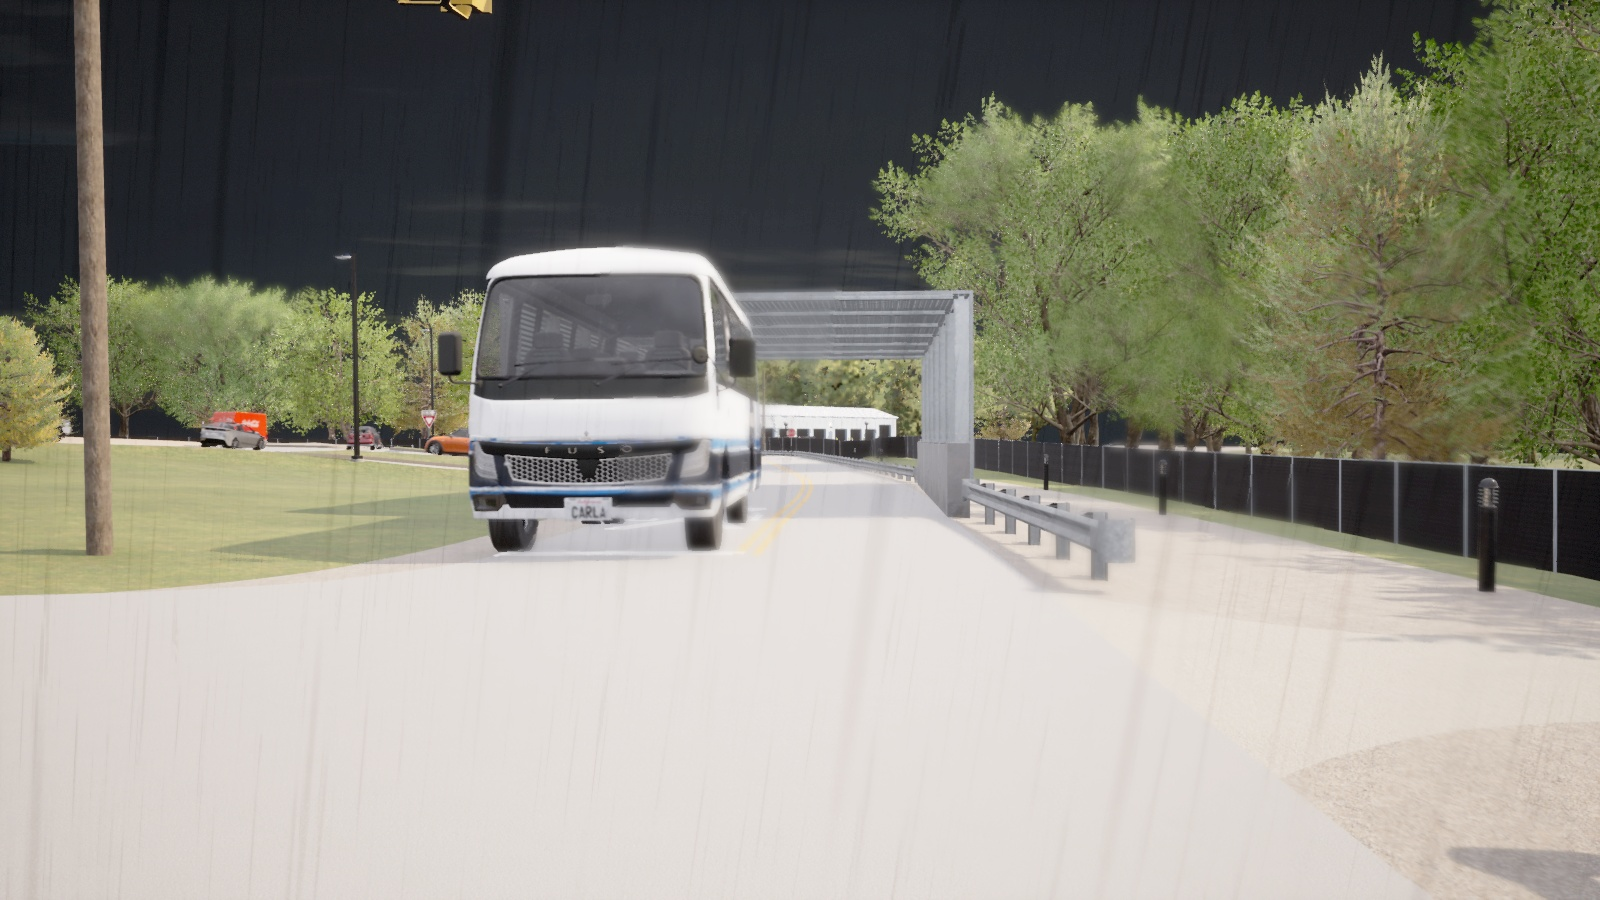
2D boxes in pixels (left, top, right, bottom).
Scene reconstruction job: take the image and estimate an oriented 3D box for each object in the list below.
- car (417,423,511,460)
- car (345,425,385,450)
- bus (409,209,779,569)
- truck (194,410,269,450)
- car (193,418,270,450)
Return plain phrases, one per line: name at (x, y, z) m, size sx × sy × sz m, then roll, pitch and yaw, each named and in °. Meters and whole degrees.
car at (-18.771, -0.463, 70.255) m, size 4.553 × 1.767 × 2.097 m, roll 4°, pitch 1°, yaw 16°
car at (-27.942, -0.806, 80.687) m, size 1.789 × 1.549 × 3.705 m, roll -1°, pitch 1°, yaw -9°
bus at (-2.550, -0.749, 20.107) m, size 3.944 × 4.253 × 10.273 m, roll 0°, pitch 0°, yaw 2°
truck at (-38.195, -1.325, 84.329) m, size 5.204 × 2.467 × 2.627 m, roll 1°, pitch -3°, yaw 42°
car at (-32.255, -0.870, 71.357) m, size 2.007 × 1.525 × 4.514 m, roll 5°, pitch 0°, yaw 3°
